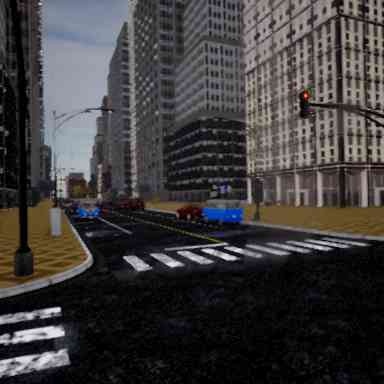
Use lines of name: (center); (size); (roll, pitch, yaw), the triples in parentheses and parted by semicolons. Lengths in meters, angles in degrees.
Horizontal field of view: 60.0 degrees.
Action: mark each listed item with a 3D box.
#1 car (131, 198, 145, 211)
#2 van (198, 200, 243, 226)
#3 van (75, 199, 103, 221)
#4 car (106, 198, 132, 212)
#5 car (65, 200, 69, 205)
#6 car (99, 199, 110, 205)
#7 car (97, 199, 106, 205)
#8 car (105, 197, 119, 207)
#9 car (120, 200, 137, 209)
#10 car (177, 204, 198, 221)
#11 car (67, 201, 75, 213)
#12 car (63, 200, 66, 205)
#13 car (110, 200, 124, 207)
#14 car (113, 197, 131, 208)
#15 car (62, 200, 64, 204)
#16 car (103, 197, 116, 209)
car: (-8.526, 1.807, 50.352); (2.192, 1.841, 5.009); (-1, 0, -23)
van: (2.220, 1.481, 24.832); (1.690, 1.788, 3.998); (-1, 0, -23)
van: (-9.875, 1.769, 31.790); (1.690, 1.788, 3.998); (-1, 0, -23)
car: (-10.616, 2.074, 48.375); (2.033, 1.411, 5.357); (-1, 0, -23)
car: (-18.385, 2.259, 52.242); (2.008, 1.369, 4.403); (-1, 0, -23)
car: (-21.292, 2.460, 81.033); (2.008, 1.369, 4.403); (-1, 0, -23)
car: (-23.486, 2.506, 86.304); (1.752, 1.417, 4.829); (-1, 0, -23)
car: (-17.039, 2.086, 70.807); (2.192, 1.841, 5.009); (-1, 0, -23)
car: (-10.650, 2.107, 55.464); (1.887, 1.381, 4.507); (-1, 0, -23)
car: (0.012, 1.756, 29.908); (1.887, 1.381, 4.507); (-1, 0, -23)
car: (-16.256, 2.204, 47.129); (1.947, 1.339, 4.313); (-1, 0, -23)
car: (-22.641, 2.429, 62.470); (1.802, 1.307, 4.206); (-1, 0, -23)
car: (-14.906, 2.267, 65.692); (1.947, 1.339, 4.313); (-1, 0, -23)
car: (-12.783, 1.947, 60.580); (2.192, 1.841, 5.009); (-1, 0, -23)
car: (-31.154, 2.706, 82.925); (1.802, 1.307, 4.206); (-1, 0, -23)
car: (-14.646, 2.150, 58.054); (2.128, 1.511, 4.902); (-1, 0, -23)
